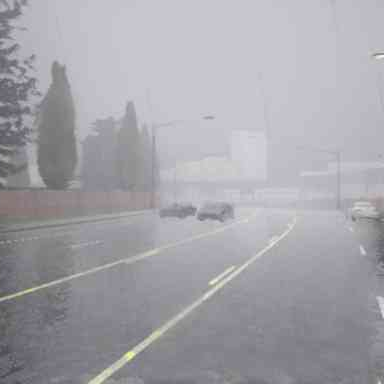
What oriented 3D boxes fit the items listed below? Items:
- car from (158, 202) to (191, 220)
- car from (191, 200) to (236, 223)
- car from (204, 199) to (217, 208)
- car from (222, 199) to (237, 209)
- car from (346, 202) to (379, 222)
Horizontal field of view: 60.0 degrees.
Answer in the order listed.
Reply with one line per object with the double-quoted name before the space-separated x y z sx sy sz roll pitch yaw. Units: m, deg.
"car" -1.067 1.517 27.377 1.895 1.301 4.718 0 0 18
"car" 1.983 1.480 25.428 2.033 1.411 5.357 0 0 19
"car" 3.756 2.423 67.640 2.097 1.767 4.553 1 -2 -5
"car" 7.396 2.401 66.082 2.097 1.767 4.553 1 -2 -4
"car" 13.480 1.529 26.445 1.812 1.442 4.674 0 0 17
